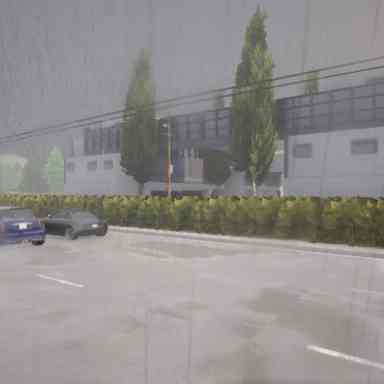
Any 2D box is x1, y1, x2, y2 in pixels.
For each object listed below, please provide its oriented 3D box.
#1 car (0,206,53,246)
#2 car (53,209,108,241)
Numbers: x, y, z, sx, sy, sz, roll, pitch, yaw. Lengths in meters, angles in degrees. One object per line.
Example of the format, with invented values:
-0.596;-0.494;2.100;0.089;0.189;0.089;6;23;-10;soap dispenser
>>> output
-8.244;1.363;14.049;4.553;1.767;2.097;0;0;36;car
-6.236;1.570;16.916;4.181;1.385;1.994;0;0;36;car
